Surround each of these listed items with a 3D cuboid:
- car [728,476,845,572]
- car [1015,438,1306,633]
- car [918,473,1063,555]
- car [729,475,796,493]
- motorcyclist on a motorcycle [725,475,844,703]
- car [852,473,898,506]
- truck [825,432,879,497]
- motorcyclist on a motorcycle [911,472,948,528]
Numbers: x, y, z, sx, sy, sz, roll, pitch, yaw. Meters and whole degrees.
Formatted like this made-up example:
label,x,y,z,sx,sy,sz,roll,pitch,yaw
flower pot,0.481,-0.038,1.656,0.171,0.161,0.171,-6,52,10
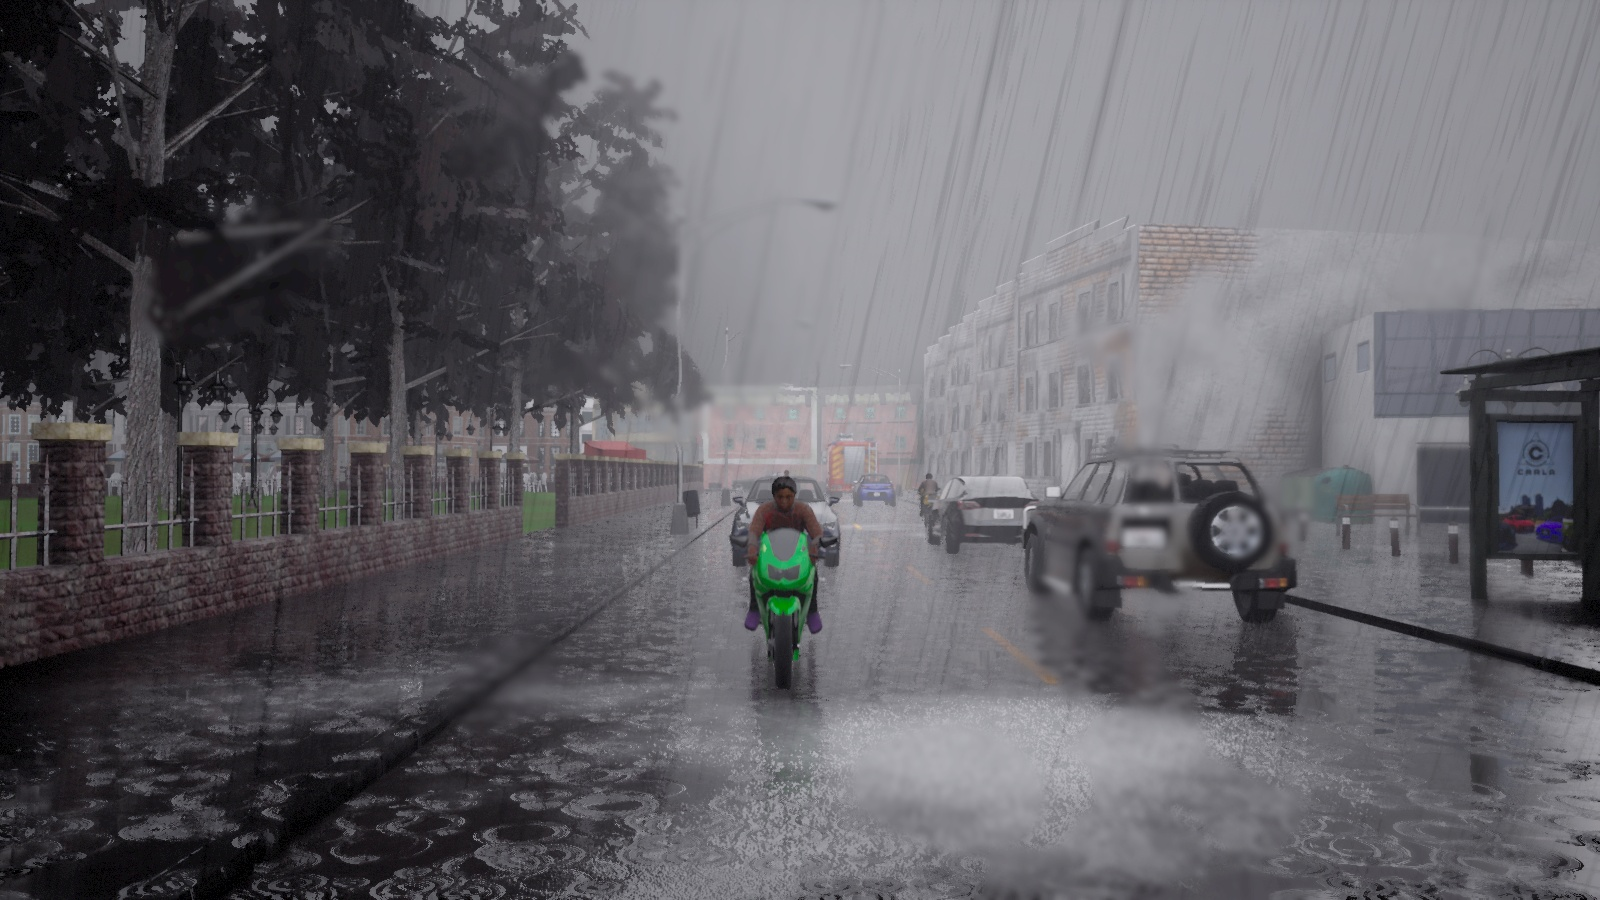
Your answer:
label,x,y,z,sx,sy,sz,roll,pitch,yaw
car,-0.230,1.191,21.581,1.816,1.474,4.193,0,-1,-1
car,3.841,0.855,14.297,1.932,1.855,4.605,0,-1,-1
car,3.732,1.226,25.487,2.163,1.488,4.792,0,-1,-1
car,-2.814,2.494,93.509,4.718,1.301,1.895,-1,-1,32
motorcyclist on a motorcycle,-0.114,0.956,9.502,0.797,1.523,2.044,0,-1,-1
car,3.392,1.782,57.727,1.816,1.474,4.193,0,-1,-1
truck,3.159,0.948,78.267,2.891,3.827,8.468,0,-1,-1
motorcyclist on a motorcycle,3.636,1.374,35.338,0.797,1.523,2.044,0,-1,-1
